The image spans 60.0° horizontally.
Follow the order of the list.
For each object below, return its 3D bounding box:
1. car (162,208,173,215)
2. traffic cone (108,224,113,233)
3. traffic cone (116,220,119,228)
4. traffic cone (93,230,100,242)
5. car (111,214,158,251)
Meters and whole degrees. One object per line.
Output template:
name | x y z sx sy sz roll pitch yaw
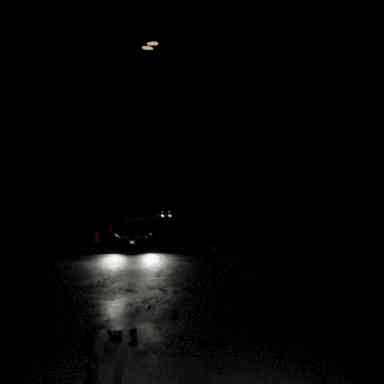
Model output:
car | -5.209 4.100 70.498 1.837 1.490 4.892 0 -3 4
traffic cone | -5.410 2.420 22.142 0.340 0.580 0.340 0 -2 -6
traffic cone | -6.006 2.596 27.080 0.340 0.580 0.340 0 -2 -7
traffic cone | -4.921 2.273 17.234 0.340 0.580 0.340 0 -2 -5
car | -2.582 1.798 15.666 1.812 1.442 4.674 0 -1 -5
